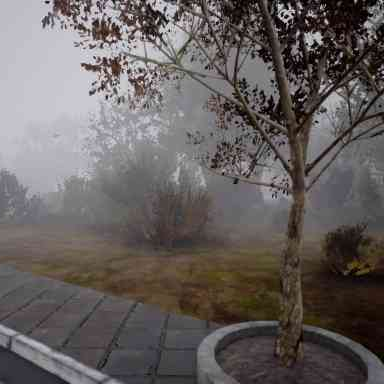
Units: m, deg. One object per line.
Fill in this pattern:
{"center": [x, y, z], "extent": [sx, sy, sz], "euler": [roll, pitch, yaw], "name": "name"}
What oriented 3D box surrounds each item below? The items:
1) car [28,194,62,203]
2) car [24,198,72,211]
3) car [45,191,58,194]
{"center": [-15.315, 1.260, 33.079], "extent": [1.882, 1.535, 5.008], "euler": [1, 0, 32], "name": "car"}
{"center": [-16.345, 1.353, 38.018], "extent": [1.895, 1.301, 4.718], "euler": [1, 0, 32], "name": "car"}
{"center": [-18.325, 0.943, 41.817], "extent": [2.150, 2.045, 5.566], "euler": [1, 0, 32], "name": "car"}
